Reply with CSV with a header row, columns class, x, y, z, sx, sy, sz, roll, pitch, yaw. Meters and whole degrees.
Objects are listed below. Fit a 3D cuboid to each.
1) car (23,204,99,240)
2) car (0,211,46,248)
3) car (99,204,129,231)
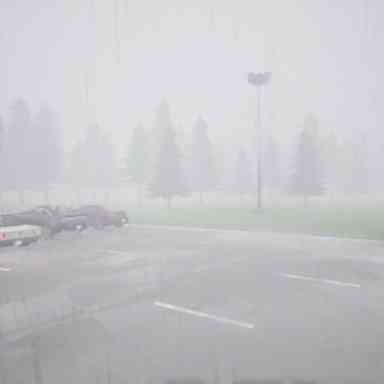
class,x,y,z,sx,sy,sz,roll,pitch,yaw
car,-7.360,1.406,16.414,4.902,1.511,2.128,0,0,27
car,-8.238,1.544,13.038,4.718,1.301,1.895,0,0,27
car,-5.865,1.413,19.567,4.674,1.442,1.812,0,0,27
